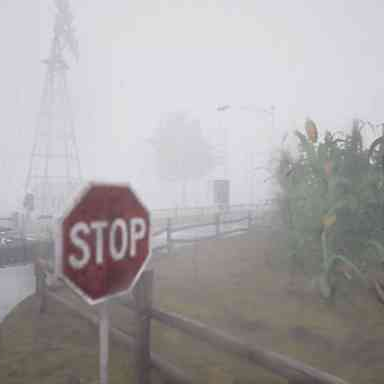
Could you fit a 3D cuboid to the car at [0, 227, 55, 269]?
[{"bbox_3d":[-5.990,1.764,10.475,1.895,1.301,4.718,0,0,35],"label":"car"}]
